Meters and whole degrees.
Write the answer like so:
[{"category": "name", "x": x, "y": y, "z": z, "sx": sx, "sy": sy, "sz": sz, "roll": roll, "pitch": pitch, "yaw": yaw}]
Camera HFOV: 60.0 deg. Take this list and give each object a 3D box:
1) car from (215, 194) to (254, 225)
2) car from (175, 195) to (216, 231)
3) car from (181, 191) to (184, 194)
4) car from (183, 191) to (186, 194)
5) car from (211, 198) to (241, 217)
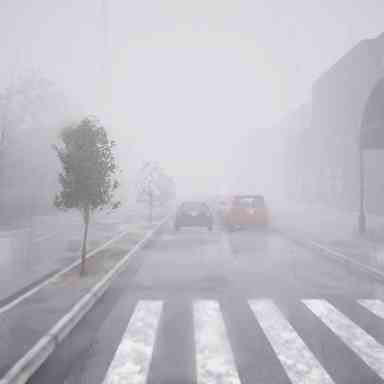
[{"category": "car", "x": 3.061, "y": 1.247, "z": 25.333, "sx": 2.185, "sy": 1.767, "sz": 4.553, "roll": 0, "pitch": 0, "yaw": 0}, {"category": "car", "x": 0.109, "y": 1.265, "z": 20.239, "sx": 2.097, "sy": 1.767, "sz": 4.553, "roll": 0, "pitch": 0, "yaw": 0}, {"category": "car", "x": -1.149, "y": 0.963, "z": 92.205, "sx": 1.946, "sy": 1.575, "sz": 5.366, "roll": 0, "pitch": 0, "yaw": -8}, {"category": "car", "x": -0.378, "y": 1.012, "z": 86.503, "sx": 2.097, "sy": 1.535, "sz": 5.008, "roll": 0, "pitch": 0, "yaw": -7}, {"category": "car", "x": 3.064, "y": 1.348, "z": 30.905, "sx": 2.231, "sy": 1.521, "sz": 4.892, "roll": 0, "pitch": 0, "yaw": 0}]
